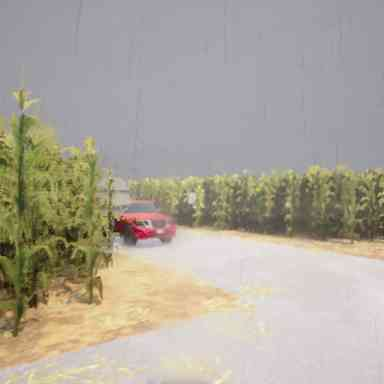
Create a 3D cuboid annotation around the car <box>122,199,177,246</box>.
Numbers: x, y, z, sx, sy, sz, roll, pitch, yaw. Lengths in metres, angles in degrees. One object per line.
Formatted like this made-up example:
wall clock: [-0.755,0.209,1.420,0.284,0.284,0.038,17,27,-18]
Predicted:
car: [-2.960,1.374,16.525,2.150,2.045,5.566,1,-1,-36]
